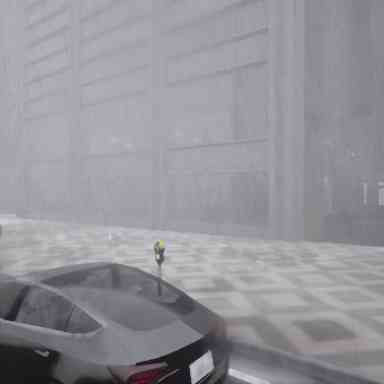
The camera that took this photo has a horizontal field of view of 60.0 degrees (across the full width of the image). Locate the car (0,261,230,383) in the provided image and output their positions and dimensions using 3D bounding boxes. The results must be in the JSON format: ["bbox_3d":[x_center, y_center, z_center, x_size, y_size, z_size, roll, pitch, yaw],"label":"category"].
[{"bbox_3d":[-1.604,1.565,4.109,4.313,1.339,1.947,0,0,36],"label":"car"}]
